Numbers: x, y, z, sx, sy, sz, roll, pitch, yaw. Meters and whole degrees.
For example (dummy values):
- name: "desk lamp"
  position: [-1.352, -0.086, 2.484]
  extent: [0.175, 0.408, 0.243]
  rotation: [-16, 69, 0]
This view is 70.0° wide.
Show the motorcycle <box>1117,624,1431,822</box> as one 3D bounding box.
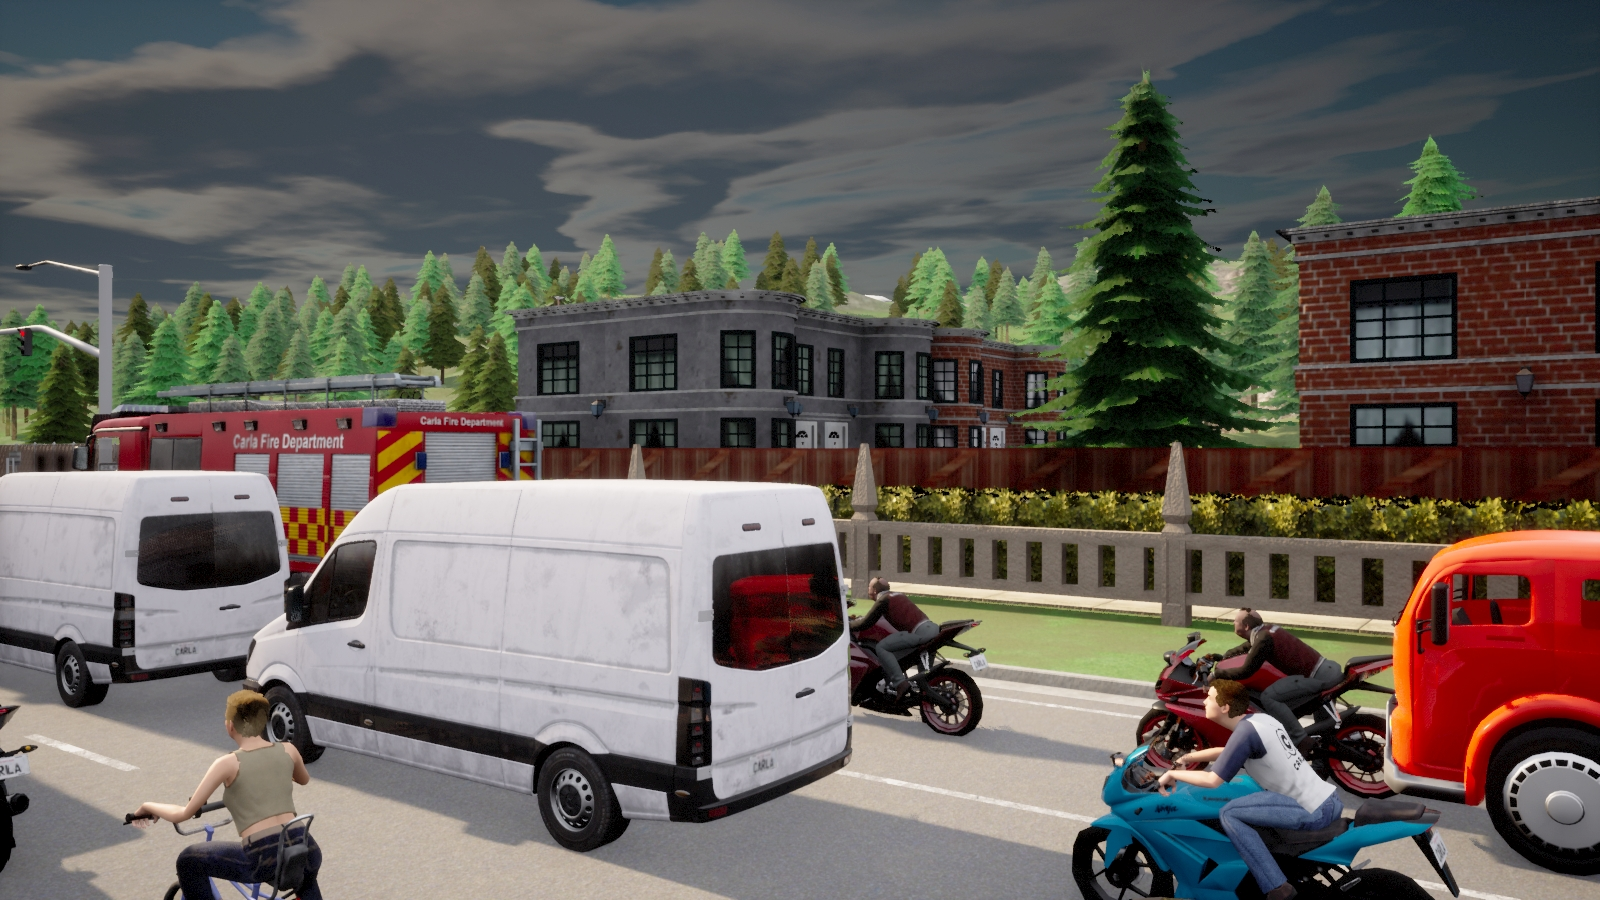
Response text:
- name: "motorcycle"
  position: [3.952, 2.212, 9.610]
  extent: [2.209, 1.251, 0.867]
  rotation: [-4, 4, 36]

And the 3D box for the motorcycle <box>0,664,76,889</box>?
- name: "motorcycle"
  position: [-6.050, 2.205, 8.010]
  extent: [2.209, 1.251, 0.867]
  rotation: [0, 0, 35]

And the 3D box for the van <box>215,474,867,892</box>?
- name: "van"
  position: [-2.471, 1.534, 9.781]
  extent: [5.915, 2.561, 1.988]
  rotation: [0, 0, 35]

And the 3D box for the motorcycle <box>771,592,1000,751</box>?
- name: "motorcycle"
  position: [0.853, 2.205, 11.733]
  extent: [2.209, 1.251, 0.867]
  rotation: [0, 0, 35]

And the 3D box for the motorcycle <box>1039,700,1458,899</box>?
- name: "motorcycle"
  position: [2.445, 2.186, 6.345]
  extent: [2.033, 1.199, 0.803]
  rotation: [0, 0, 35]

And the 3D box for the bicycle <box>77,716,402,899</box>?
- name: "bicycle"
  position: [-2.830, 2.158, 5.745]
  extent: [1.487, 1.277, 0.859]
  rotation: [0, 0, 35]

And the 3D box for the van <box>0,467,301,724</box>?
- name: "van"
  position: [-8.829, 1.534, 14.237]
  extent: [5.915, 2.561, 1.988]
  rotation: [0, 0, 35]

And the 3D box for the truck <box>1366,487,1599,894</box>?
- name: "truck"
  position: [6.832, 1.569, 7.556]
  extent: [5.204, 2.467, 2.627]
  rotation: [0, 0, 35]

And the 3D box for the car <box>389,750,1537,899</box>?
- name: "car"
  position: [0.956, 2.066, 3.117]
  extent: [4.193, 1.474, 1.816]
  rotation: [0, 0, 35]

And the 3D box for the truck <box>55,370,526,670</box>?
- name: "truck"
  position: [-8.363, 0.891, 18.182]
  extent: [8.468, 3.827, 2.891]
  rotation: [0, 0, 35]
